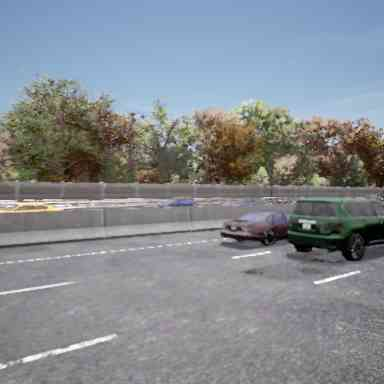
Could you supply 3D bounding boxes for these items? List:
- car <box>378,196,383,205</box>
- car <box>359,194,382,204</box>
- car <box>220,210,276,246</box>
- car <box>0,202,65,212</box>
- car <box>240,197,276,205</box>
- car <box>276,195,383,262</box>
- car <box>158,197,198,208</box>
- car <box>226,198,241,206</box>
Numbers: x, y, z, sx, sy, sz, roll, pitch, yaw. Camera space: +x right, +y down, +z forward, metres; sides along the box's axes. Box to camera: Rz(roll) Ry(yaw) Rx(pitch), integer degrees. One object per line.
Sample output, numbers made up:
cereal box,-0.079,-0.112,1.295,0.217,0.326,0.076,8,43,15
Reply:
car,35.287,1.475,59.140,5.008,1.535,1.882,0,0,-36
car,33.279,1.347,62.007,4.553,1.767,2.097,0,0,-36
car,3.763,1.541,15.147,5.357,1.411,2.033,0,0,-36
car,-10.951,1.446,21.950,5.008,1.535,1.882,1,0,-35
car,7.057,1.494,30.452,4.892,1.490,1.837,1,0,-35
car,5.925,1.221,12.392,5.566,2.045,2.150,0,0,-36
car,-1.589,1.322,37.187,4.553,1.767,2.097,0,0,-35
car,5.415,1.335,33.570,4.553,1.767,2.097,0,0,-35
